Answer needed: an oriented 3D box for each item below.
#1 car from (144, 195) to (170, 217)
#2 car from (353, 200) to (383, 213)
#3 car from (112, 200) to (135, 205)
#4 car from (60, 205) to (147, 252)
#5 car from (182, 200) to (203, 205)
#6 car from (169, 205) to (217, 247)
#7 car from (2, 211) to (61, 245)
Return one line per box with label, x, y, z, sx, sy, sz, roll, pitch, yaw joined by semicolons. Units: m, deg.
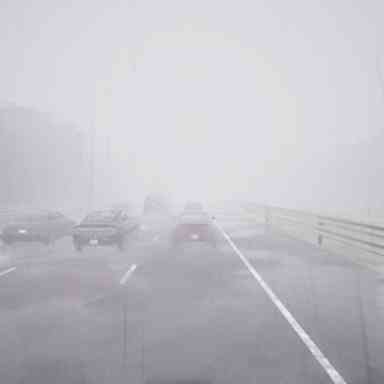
car;-3.400;1.289;32.523;2.150;2.045;5.566;0;0;0
car;22.329;1.777;41.496;1.812;1.442;4.674;0;0;-20
car;-6.894;1.557;33.268;1.837;1.490;4.892;0;-1;0
car;-3.400;1.513;13.947;2.128;1.511;4.902;0;0;0
car;0.098;1.560;33.148;2.128;1.511;4.902;0;0;0
car;0.099;1.549;15.059;1.812;1.442;4.674;0;0;0
car;-6.903;1.560;15.538;1.994;1.385;4.181;0;0;0
